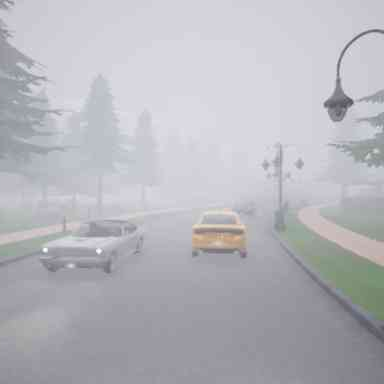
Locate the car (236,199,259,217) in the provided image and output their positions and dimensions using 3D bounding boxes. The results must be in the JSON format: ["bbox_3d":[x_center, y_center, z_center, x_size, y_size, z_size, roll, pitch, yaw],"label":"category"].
[{"bbox_3d":[5.063,1.614,31.502,1.895,1.301,4.718,0,0,17],"label":"car"}]

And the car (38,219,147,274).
[{"bbox_3d":[-2.890,1.592,10.731,1.895,1.301,4.718,0,0,6],"label":"car"}]

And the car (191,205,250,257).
[{"bbox_3d":[1.133,1.480,13.084,1.882,1.535,5.008,0,0,7],"label":"car"}]
